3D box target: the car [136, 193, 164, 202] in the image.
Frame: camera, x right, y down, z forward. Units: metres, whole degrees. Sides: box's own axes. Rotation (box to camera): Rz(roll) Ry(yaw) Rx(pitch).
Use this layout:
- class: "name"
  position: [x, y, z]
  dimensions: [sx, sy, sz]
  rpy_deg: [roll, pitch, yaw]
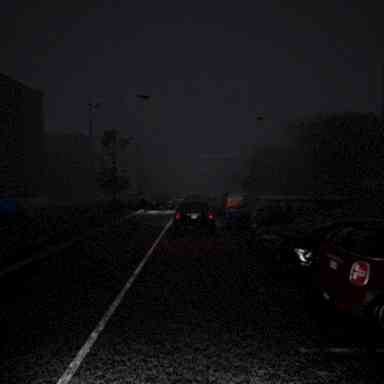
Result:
- class: "car"
  position: [-7.662, 0.948, 60.746]
  dimensions: [4.892, 1.521, 2.231]
  rpy_deg: [0, 1, 0]

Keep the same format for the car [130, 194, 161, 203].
- class: "car"
  position: [-7.687, 1.027, 54.996]
  dimensions: [4.792, 1.488, 2.163]
  rpy_deg: [0, 0, 0]

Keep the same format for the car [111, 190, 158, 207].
- class: "car"
  position: [-7.691, 0.849, 43.241]
  dimensions: [5.566, 2.045, 2.435]
  rpy_deg: [0, 1, 0]

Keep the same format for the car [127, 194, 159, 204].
- class: "car"
  position: [-7.656, 1.063, 52.057]
  dimensions: [4.674, 1.452, 2.002]
  rpy_deg: [0, 1, 0]

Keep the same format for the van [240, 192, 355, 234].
- class: "van"
  position: [4.539, 1.128, 14.250]
  dimensions: [4.442, 1.987, 1.878]
  rpy_deg: [0, 1, 0]

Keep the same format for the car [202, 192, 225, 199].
- class: "car"
  position: [4.673, 0.809, 72.929]
  dimensions: [4.892, 1.521, 2.231]
  rpy_deg: [0, 2, 0]

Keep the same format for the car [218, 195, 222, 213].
- class: "car"
  position: [4.689, 1.261, 28.222]
  dimensions: [4.792, 1.488, 2.163]
  rpy_deg: [0, 0, 0]

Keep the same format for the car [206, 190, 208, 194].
- class: "car"
  position: [4.701, 0.934, 47.898]
  dimensions: [4.553, 1.767, 2.185]
  rpy_deg: [0, 1, 0]

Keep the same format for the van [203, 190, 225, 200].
- class: "van"
  position: [4.562, 0.633, 70.118]
  dimensions: [4.442, 1.987, 1.878]
  rpy_deg: [0, 1, 0]

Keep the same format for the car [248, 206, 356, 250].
- class: "car"
  position: [4.660, 1.380, 11.459]
  dimensions: [4.892, 1.521, 2.231]
  rpy_deg: [0, 1, 0]

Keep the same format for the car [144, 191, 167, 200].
- class: "car"
  position: [-7.621, 0.739, 69.689]
  dimensions: [4.553, 1.767, 2.185]
  rpy_deg: [0, 1, 0]

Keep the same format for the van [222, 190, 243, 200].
- class: "van"
  position: [4.777, 1.030, 25.424]
  dimensions: [4.442, 1.987, 1.878]
  rpy_deg: [0, 0, 0]

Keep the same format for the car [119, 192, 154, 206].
- class: "car"
  position: [-7.630, 0.950, 46.054]
  dimensions: [4.553, 1.767, 2.185]
  rpy_deg: [0, 0, 0]

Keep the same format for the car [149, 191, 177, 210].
- class: "car"
  position: [-3.079, 1.032, 36.426]
  dimensions: [2.097, 1.767, 4.553]
  rpy_deg: [0, 1, 0]

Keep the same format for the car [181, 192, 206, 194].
- class: "car"
  position: [0.114, 1.035, 36.065]
  dimensions: [2.097, 1.767, 4.553]
  rpy_deg: [0, 1, 0]

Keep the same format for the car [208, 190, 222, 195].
- class: "car"
  position: [4.691, 0.932, 33.806]
  dimensions: [5.566, 2.045, 2.435]
  rpy_deg: [0, 1, 0]

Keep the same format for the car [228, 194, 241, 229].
- class: "car"
  position: [4.688, 1.180, 19.839]
  dimensions: [4.553, 1.767, 2.185]
  rpy_deg: [0, 1, 0]

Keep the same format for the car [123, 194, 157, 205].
- class: "car"
  position: [-7.657, 1.090, 48.994]
  dimensions: [4.674, 1.452, 2.002]
  rpy_deg: [0, 0, 0]

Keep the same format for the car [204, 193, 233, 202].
- class: "car"
  position: [4.680, 0.964, 58.949]
  dimensions: [4.892, 1.521, 2.231]
  rpy_deg: [0, 1, 0]

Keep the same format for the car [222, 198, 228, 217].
- class: "car"
  position: [4.656, 1.321, 22.633]
  dimensions: [4.674, 1.452, 2.002]
  rpy_deg: [0, 0, 0]

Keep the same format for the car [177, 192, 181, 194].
- class: "car"
  position: [-2.972, 0.637, 77.031]
  dimensions: [1.895, 1.301, 4.718]
  rpy_deg: [0, 2, 0]

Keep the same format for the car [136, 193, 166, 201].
- class: "car"
  position: [-7.839, 0.917, 63.809]
  dimensions: [5.366, 1.575, 1.946]
  rpy_deg: [0, 1, 0]

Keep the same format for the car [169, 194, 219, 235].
- class: "car"
  position: [0.108, 1.193, 17.959]
  dimensions: [2.097, 1.767, 4.553]
  rpy_deg: [0, 0, 0]

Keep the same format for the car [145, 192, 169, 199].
- class: "car"
  position: [-7.656, 0.817, 72.520]
  dimensions: [5.008, 1.535, 2.097]
  rpy_deg: [0, 1, 0]

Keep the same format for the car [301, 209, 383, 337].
- class: "car"
  position: [4.620, 1.302, 5.872]
  dimensions: [4.553, 1.767, 2.185]
  rpy_deg: [0, 0, 0]

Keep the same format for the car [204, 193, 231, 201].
- class: "car"
  position: [4.669, 0.938, 61.867]
  dimensions: [4.892, 1.521, 2.231]
  rpy_deg: [0, 1, 0]

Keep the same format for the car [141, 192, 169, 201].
- class: "car"
  position: [-7.468, 0.892, 66.748]
  dimensions: [5.366, 1.575, 1.946]
  rpy_deg: [0, 0, 0]

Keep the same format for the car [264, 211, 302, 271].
- class: "car"
  position: [4.647, 1.404, 8.665]
  dimensions: [4.892, 1.521, 2.231]
  rpy_deg: [0, 1, 0]

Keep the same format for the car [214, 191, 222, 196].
- class: "car"
  position: [4.631, 1.082, 31.012]
  dimensions: [4.553, 1.767, 2.185]
  rpy_deg: [0, 1, 0]
